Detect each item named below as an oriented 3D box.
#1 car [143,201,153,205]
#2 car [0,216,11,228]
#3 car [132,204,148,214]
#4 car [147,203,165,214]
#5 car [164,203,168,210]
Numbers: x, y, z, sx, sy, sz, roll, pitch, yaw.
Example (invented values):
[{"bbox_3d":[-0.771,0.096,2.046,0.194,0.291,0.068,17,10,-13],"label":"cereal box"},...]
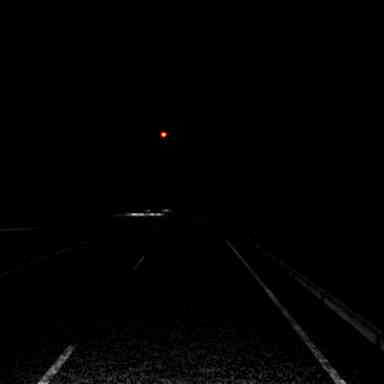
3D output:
[{"bbox_3d":[-10.496,3.195,80.942,2.150,2.045,5.566,0,0,0],"label":"car"},{"bbox_3d":[-16.907,2.136,26.211,5.008,1.535,1.882,0,-2,8],"label":"car"},{"bbox_3d":[-10.502,3.549,65.477,1.994,1.385,4.181,0,0,0],"label":"car"},{"bbox_3d":[-7.000,3.536,65.539,2.033,1.411,5.357,0,0,0],"label":"car"},{"bbox_3d":[-6.996,3.447,81.045,1.882,1.535,5.008,0,0,0],"label":"car"}]
